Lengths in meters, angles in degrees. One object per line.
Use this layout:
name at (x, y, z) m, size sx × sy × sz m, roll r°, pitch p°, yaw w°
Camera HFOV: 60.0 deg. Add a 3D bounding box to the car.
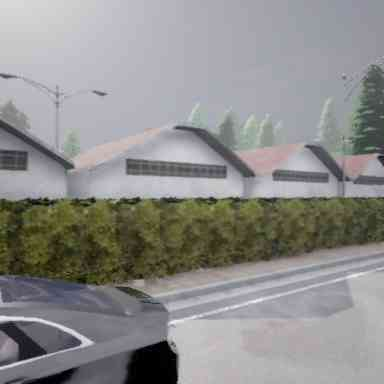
car at (-2.381, 1.485, 2.299) m, size 4.902 × 1.511 × 2.128 m, roll 1°, pitch 0°, yaw -35°
